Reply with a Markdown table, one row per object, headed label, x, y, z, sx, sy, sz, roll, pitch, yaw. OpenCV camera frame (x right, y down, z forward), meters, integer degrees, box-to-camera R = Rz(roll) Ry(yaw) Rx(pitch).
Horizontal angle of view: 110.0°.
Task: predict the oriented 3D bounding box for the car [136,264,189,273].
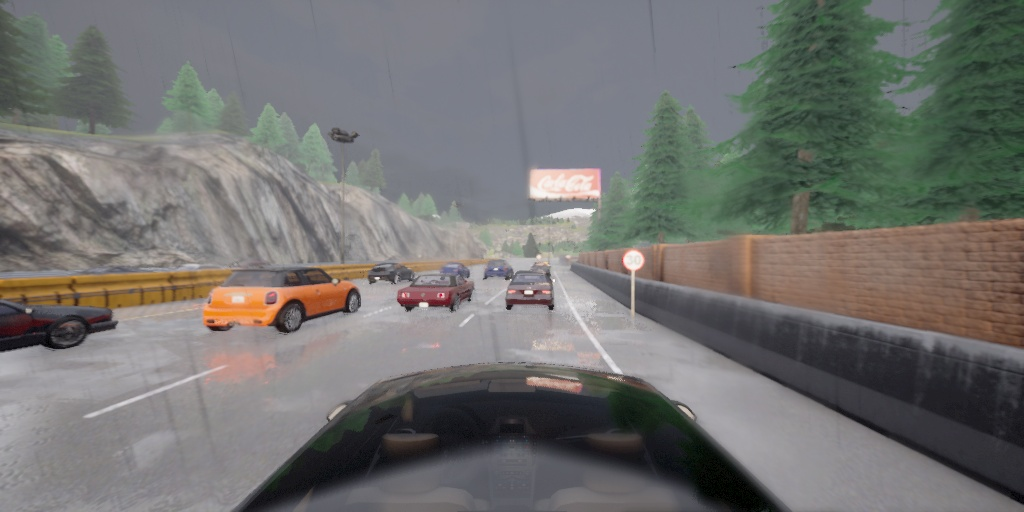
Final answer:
| label | x | y | z | sx | sy | sz | roll | pitch | yaw |
| --- | --- | --- | --- | --- | --- | --- | --- | --- | --- |
| car | -19.792 | 1.219 | 22.296 | 1.812 | 1.442 | 4.674 | 0 | 0 | 5 |

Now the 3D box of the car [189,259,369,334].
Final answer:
| label | x | y | z | sx | sy | sz | roll | pitch | yaw |
| --- | --- | --- | --- | --- | --- | --- | --- | --- | --- |
| car | -6.469 | 1.084 | 10.792 | 2.097 | 1.767 | 4.553 | 0 | 0 | 4 |

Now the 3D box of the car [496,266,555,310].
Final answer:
| label | x | y | z | sx | sy | sz | roll | pitch | yaw |
| --- | --- | --- | --- | --- | --- | --- | --- | --- | --- |
| car | 0.808 | 1.300 | 14.858 | 2.033 | 1.411 | 5.357 | 0 | 0 | 5 |

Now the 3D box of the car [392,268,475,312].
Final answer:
| label | x | y | z | sx | sy | sz | roll | pitch | yaw |
| --- | --- | --- | --- | --- | --- | --- | --- | --- | --- |
| car | -2.748 | 1.343 | 14.139 | 1.895 | 1.301 | 4.718 | 0 | 0 | 5 |

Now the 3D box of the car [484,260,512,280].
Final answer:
| label | x | y | z | sx | sy | sz | roll | pitch | yaw |
| --- | --- | --- | --- | --- | --- | --- | --- | --- | --- |
| car | -1.129 | 1.100 | 31.526 | 2.097 | 1.767 | 4.553 | 0 | 0 | 5 |

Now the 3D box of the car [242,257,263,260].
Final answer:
| label | x | y | z | sx | sy | sz | roll | pitch | yaw |
| --- | --- | --- | --- | --- | --- | --- | --- | --- | --- |
| car | -28.604 | 0.836 | 39.374 | 1.994 | 1.385 | 4.181 | 0 | 0 | 6 |

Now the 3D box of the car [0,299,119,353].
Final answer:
| label | x | y | z | sx | sy | sz | roll | pitch | yaw |
| --- | --- | --- | --- | --- | --- | --- | --- | --- | --- |
| car | -10.282 | 1.268 | 5.942 | 2.033 | 1.411 | 5.357 | 0 | 0 | 2 |

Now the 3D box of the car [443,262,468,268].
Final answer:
| label | x | y | z | sx | sy | sz | roll | pitch | yaw |
| --- | --- | --- | --- | --- | --- | --- | --- | --- | --- |
| car | -4.784 | 1.263 | 30.222 | 1.812 | 1.442 | 4.674 | 0 | 0 | 5 |

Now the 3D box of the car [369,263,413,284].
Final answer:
| label | x | y | z | sx | sy | sz | roll | pitch | yaw |
| --- | --- | --- | --- | --- | --- | --- | --- | --- | --- |
| car | -8.679 | 1.231 | 26.094 | 1.837 | 1.490 | 4.892 | 0 | 0 | 5 |

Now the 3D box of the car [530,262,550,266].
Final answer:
| label | x | y | z | sx | sy | sz | roll | pitch | yaw |
| --- | --- | --- | --- | --- | --- | --- | --- | --- | --- |
| car | 2.780 | 1.324 | 35.638 | 1.994 | 1.385 | 4.181 | 0 | 0 | 5 |

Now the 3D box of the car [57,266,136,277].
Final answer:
| label | x | y | z | sx | sy | sz | roll | pitch | yaw |
| --- | --- | --- | --- | --- | --- | --- | --- | --- | --- |
| car | -23.456 | 1.246 | 20.839 | 1.994 | 1.385 | 4.181 | 0 | 0 | 5 |
